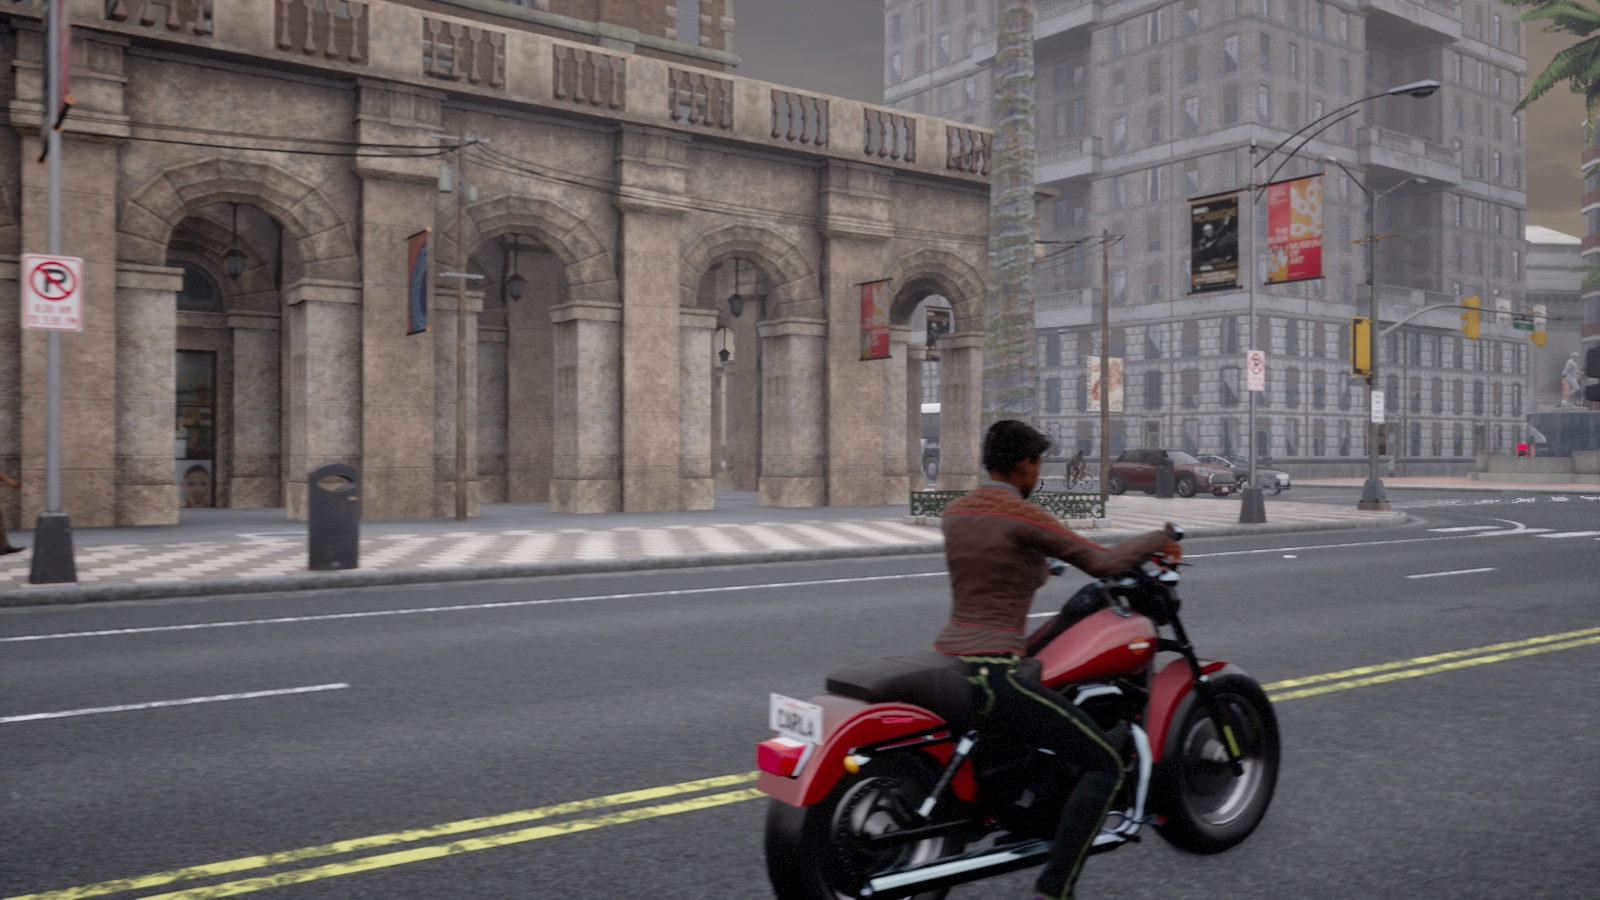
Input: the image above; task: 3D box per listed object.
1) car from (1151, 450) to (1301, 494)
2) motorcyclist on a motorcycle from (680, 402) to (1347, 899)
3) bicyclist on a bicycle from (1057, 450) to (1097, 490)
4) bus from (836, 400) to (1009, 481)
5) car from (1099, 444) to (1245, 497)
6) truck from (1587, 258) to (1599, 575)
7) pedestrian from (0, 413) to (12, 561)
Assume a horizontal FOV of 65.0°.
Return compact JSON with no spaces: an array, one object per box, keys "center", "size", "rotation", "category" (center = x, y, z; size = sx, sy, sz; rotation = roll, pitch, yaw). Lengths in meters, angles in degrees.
[{"center":[15.529,0.781,46.046],"size":[2.128,1.511,4.902],"rotation":[0,0,-35],"category":"car"},{"center":[0.815,0.704,4.229],"size":[2.350,1.649,0.766],"rotation":[0,0,-35],"category":"motorcyclist on a motorcycle"},{"center":[11.432,0.801,51.879],"size":[0.582,1.620,1.656],"rotation":[0,0,-35],"category":"bicyclist on a bicycle"},{"center":[6.689,-0.472,70.781],"size":[3.944,4.253,10.273],"rotation":[0,0,-35],"category":"bus"},{"center":[12.891,0.683,43.720],"size":[2.097,1.767,4.553],"rotation":[0,0,-35],"category":"car"},{"center":[13.391,-0.405,17.523],"size":[2.891,3.827,8.468],"rotation":[0,0,40],"category":"truck"},{"center":[-10.299,0.462,15.736],"size":[0.694,1.848,0.540],"rotation":[0,0,-35],"category":"pedestrian"}]
